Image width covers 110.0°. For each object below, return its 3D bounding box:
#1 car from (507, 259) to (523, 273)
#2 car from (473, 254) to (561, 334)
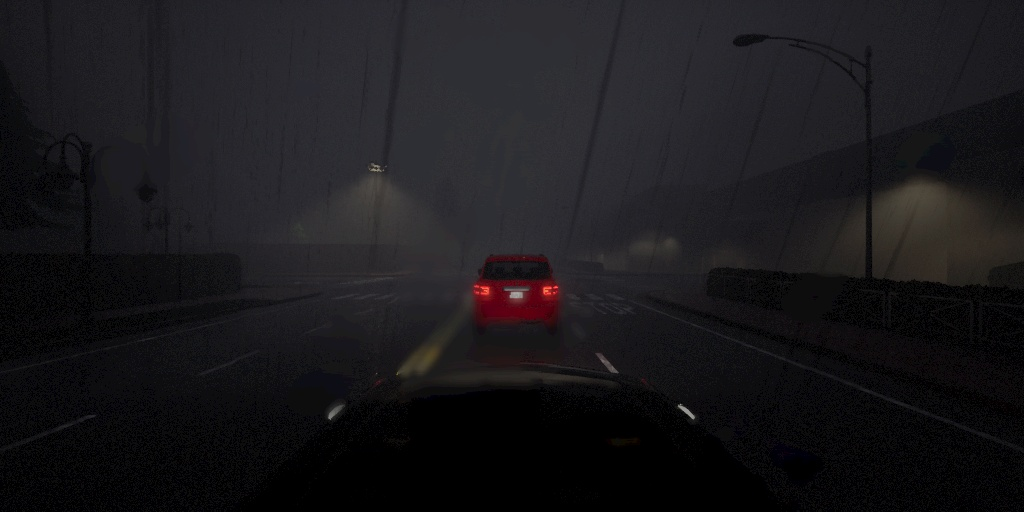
[{"bbox_3d":[0.360,1.228,45.602,1.882,1.535,5.008,0,0,1],"label":"car"},{"bbox_3d":[0.122,0.971,10.749,2.150,2.045,5.566,0,0,0],"label":"car"}]
